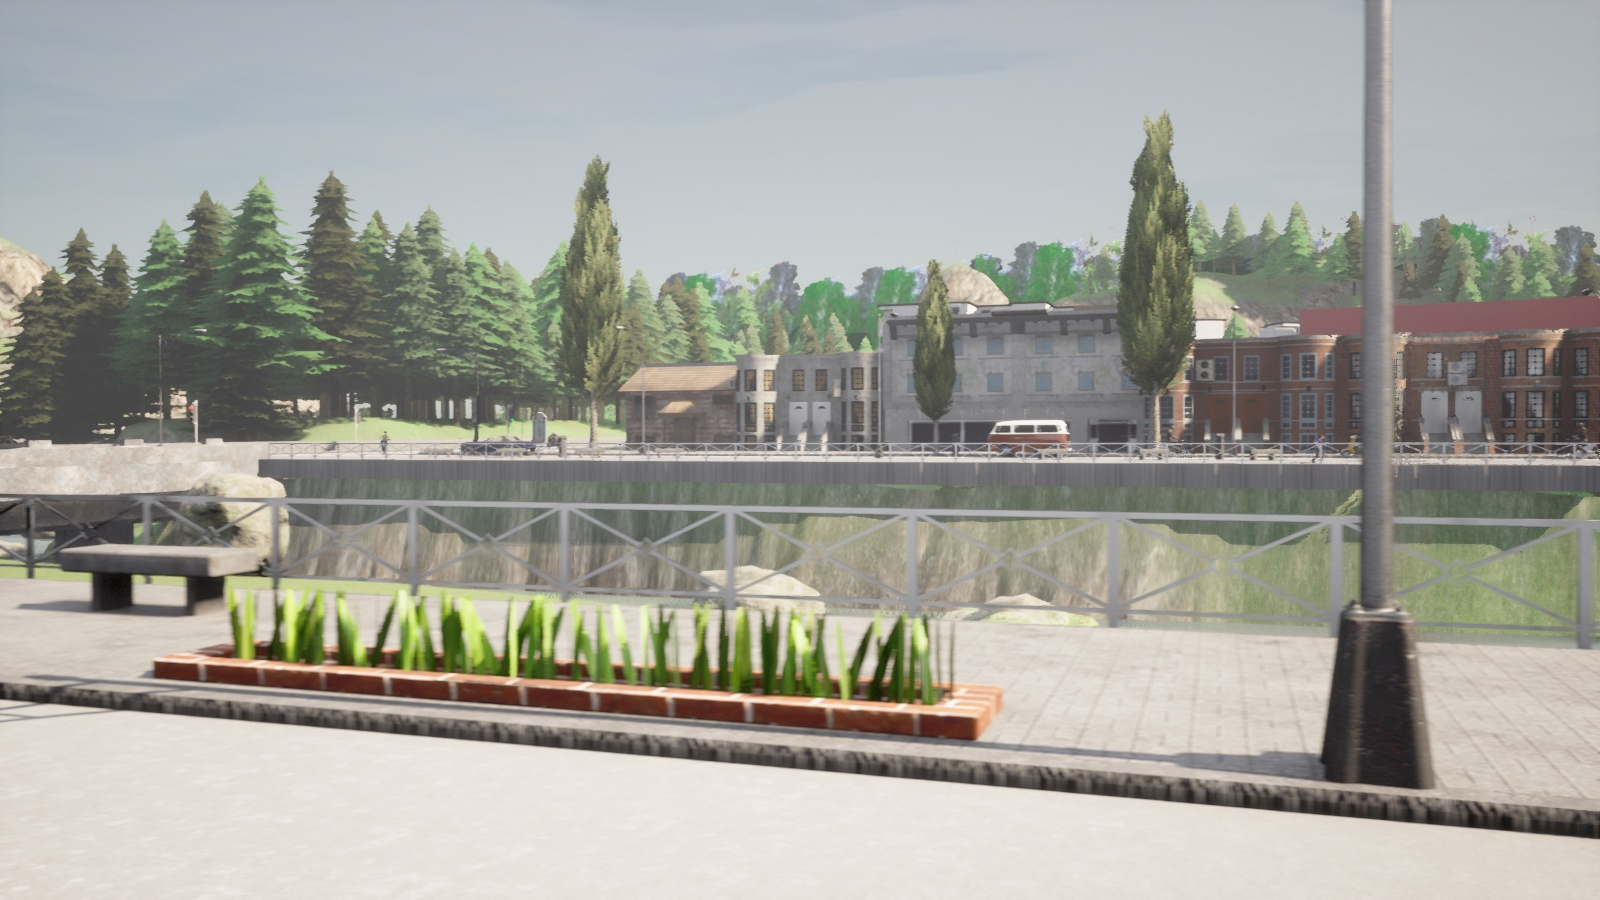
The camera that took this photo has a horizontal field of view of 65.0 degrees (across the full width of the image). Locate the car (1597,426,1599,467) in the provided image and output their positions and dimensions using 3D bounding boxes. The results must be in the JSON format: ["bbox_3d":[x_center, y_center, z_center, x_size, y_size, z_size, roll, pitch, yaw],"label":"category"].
[{"bbox_3d":[38.027,-0.131,55.981,3.866,1.878,1.905,1,1,19],"label":"car"}]

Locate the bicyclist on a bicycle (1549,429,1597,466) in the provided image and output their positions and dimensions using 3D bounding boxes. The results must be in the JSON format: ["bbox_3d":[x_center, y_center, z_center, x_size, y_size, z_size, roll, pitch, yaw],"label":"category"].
[{"bbox_3d":[37.219,-0.131,60.472,1.843,1.776,0.659,1,1,19],"label":"bicyclist on a bicycle"}]

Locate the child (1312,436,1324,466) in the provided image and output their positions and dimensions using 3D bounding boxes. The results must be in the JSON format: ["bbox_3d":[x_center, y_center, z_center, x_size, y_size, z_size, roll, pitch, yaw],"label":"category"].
[{"bbox_3d":[21.836,0.051,52.907,0.437,1.263,0.270,1,1,19],"label":"child"}]

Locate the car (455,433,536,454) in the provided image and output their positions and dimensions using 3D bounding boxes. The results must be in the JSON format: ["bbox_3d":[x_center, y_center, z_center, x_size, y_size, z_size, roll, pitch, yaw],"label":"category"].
[{"bbox_3d":[-19.283,-0.418,79.467,4.718,1.301,1.895,1,1,19],"label":"car"}]

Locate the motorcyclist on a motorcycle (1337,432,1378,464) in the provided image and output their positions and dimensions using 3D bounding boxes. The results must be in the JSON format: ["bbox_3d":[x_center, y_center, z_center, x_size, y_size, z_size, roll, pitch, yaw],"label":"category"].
[{"bbox_3d":[28.185,-0.131,63.510,1.817,1.590,0.866,1,1,19],"label":"motorcyclist on a motorcycle"}]

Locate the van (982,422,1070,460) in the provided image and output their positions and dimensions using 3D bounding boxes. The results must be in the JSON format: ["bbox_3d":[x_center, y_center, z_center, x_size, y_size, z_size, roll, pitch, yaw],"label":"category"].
[{"bbox_3d":[12.383,-0.506,68.818,4.480,2.038,2.069,1,1,19],"label":"van"}]

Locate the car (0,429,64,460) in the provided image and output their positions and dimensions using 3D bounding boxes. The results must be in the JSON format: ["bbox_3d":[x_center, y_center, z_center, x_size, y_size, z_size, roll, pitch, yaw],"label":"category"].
[{"bbox_3d":[-38.308,-0.281,61.027,1.816,1.474,4.193,1,1,19],"label":"car"}]
